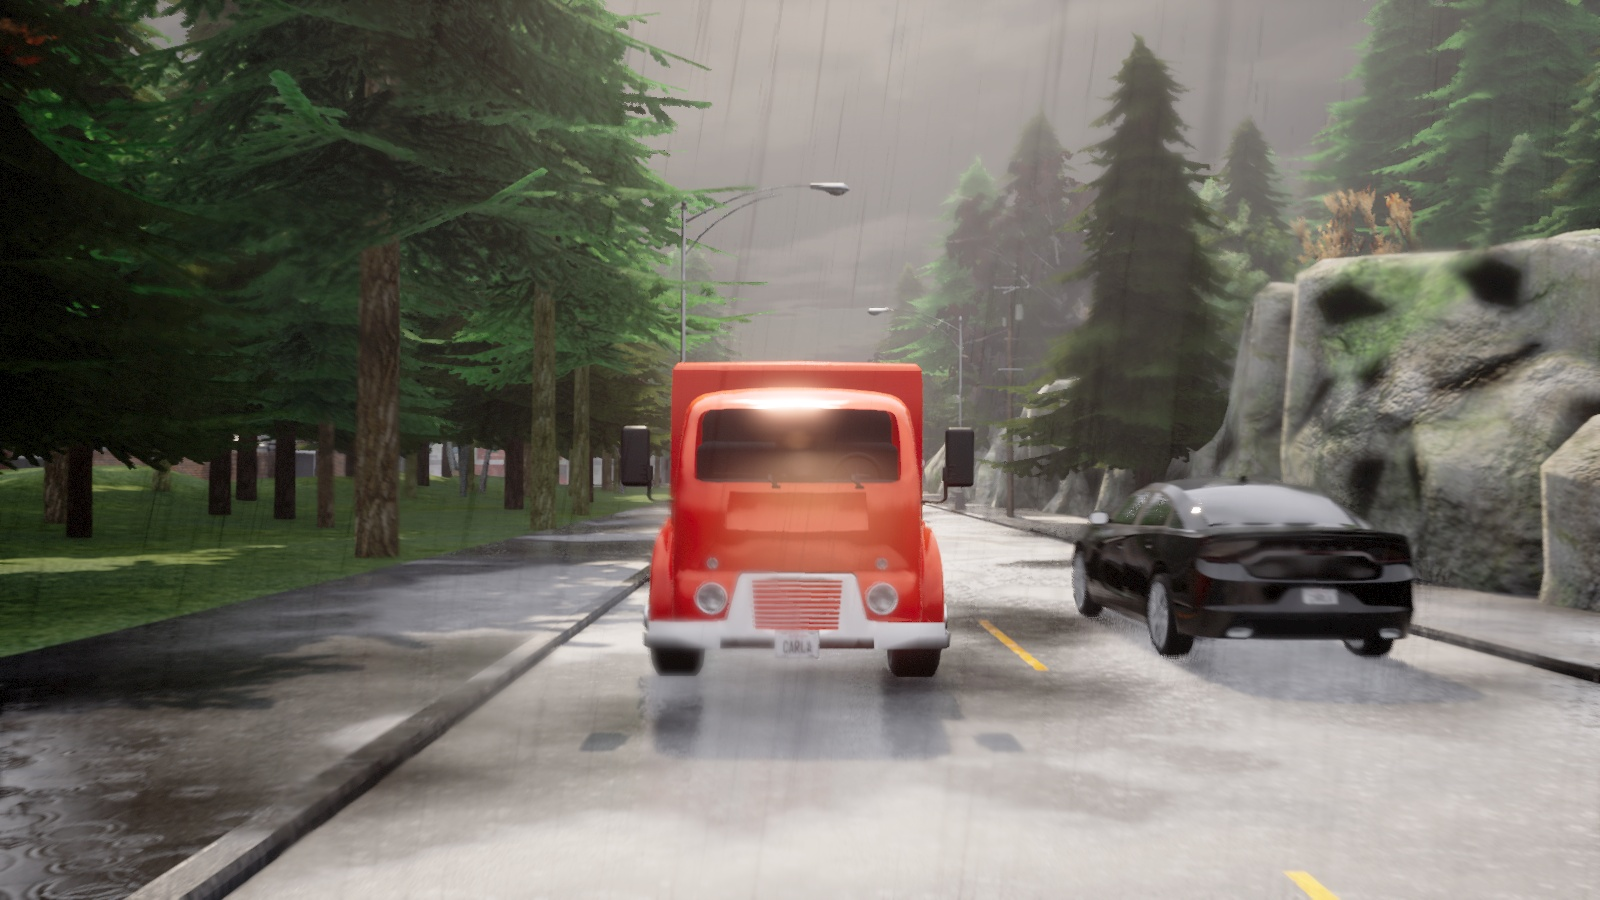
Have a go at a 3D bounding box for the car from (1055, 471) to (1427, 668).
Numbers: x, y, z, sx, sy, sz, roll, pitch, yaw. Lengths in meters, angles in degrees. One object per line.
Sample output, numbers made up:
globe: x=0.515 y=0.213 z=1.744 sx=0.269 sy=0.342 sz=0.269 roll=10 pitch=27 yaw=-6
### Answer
car: x=3.971 y=0.983 z=12.372 sx=1.882 sy=1.535 sz=5.008 roll=0 pitch=-1 yaw=0

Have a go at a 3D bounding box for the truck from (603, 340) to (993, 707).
truck: x=-0.033 y=0.503 z=11.078 sx=2.627 sy=2.467 sz=5.204 roll=0 pitch=0 yaw=0
